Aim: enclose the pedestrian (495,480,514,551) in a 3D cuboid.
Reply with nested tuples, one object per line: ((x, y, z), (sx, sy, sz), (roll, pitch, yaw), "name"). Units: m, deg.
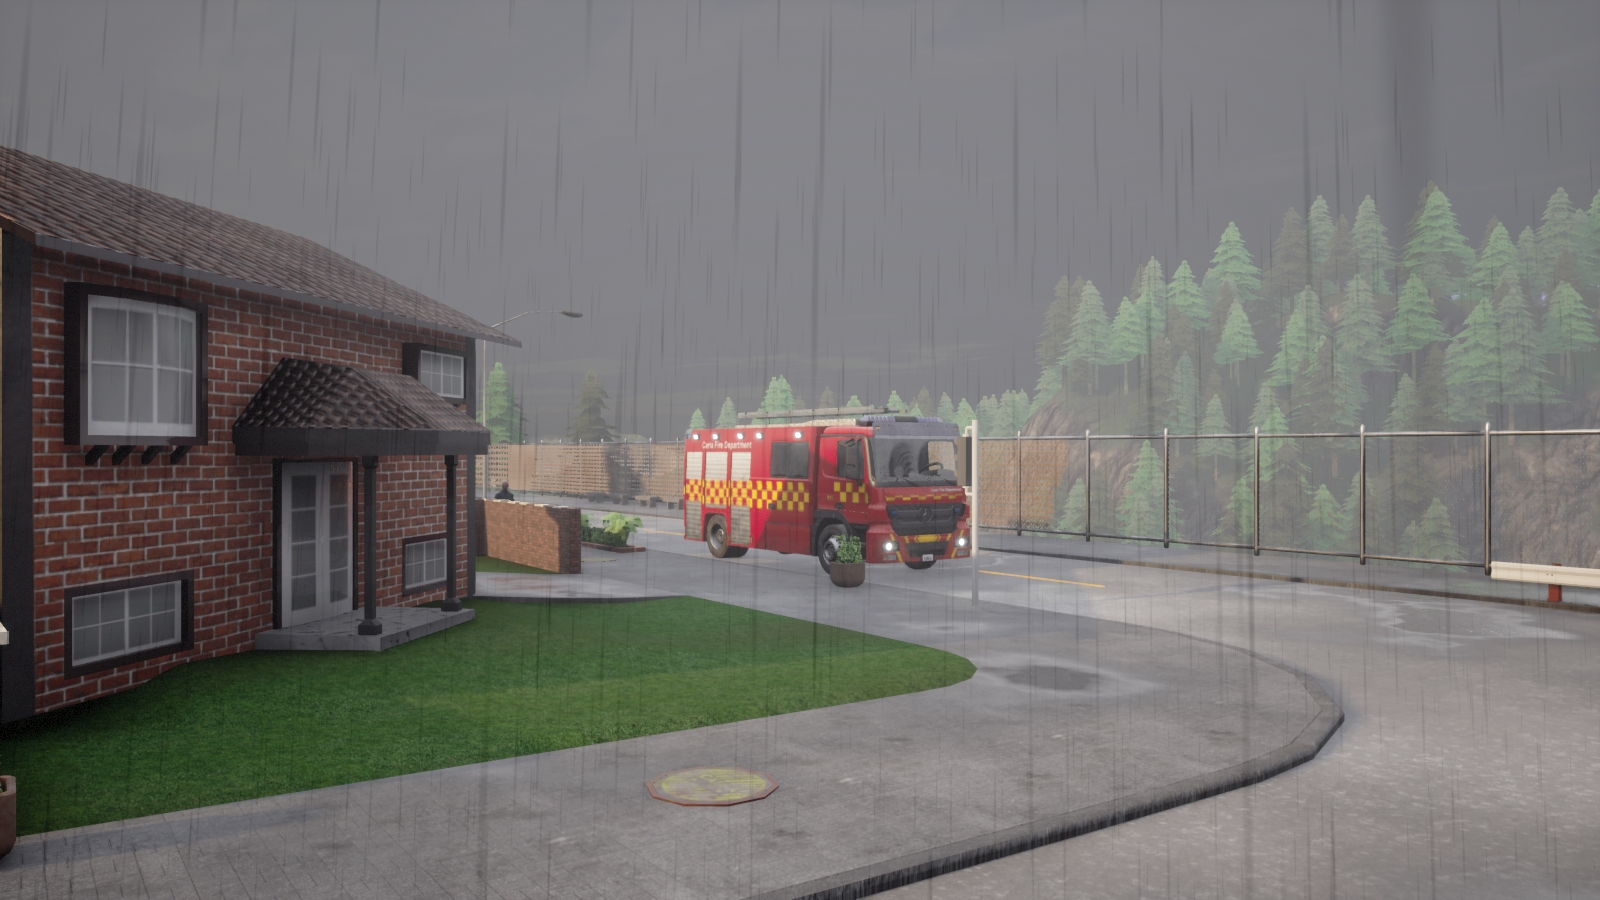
((-7.895, 1.745, 30.545), (0.375, 1.860, 0.375), (0, 0, -36), "pedestrian")

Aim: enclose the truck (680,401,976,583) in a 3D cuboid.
((0.353, 0.890, 28.322), (2.891, 3.827, 8.468), (0, 0, -35), "truck")
